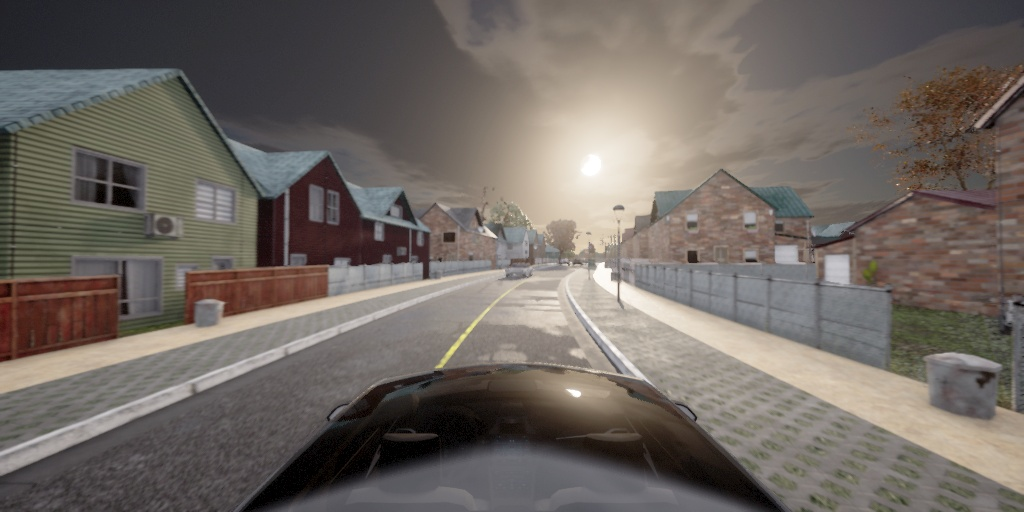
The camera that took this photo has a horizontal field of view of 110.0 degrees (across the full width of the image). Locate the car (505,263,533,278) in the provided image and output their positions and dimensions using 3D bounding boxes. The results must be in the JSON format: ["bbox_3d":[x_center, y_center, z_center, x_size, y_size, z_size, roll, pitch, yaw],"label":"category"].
[{"bbox_3d":[0.678,1.353,33.857,1.895,1.301,4.718,0,0,12],"label":"car"}]
